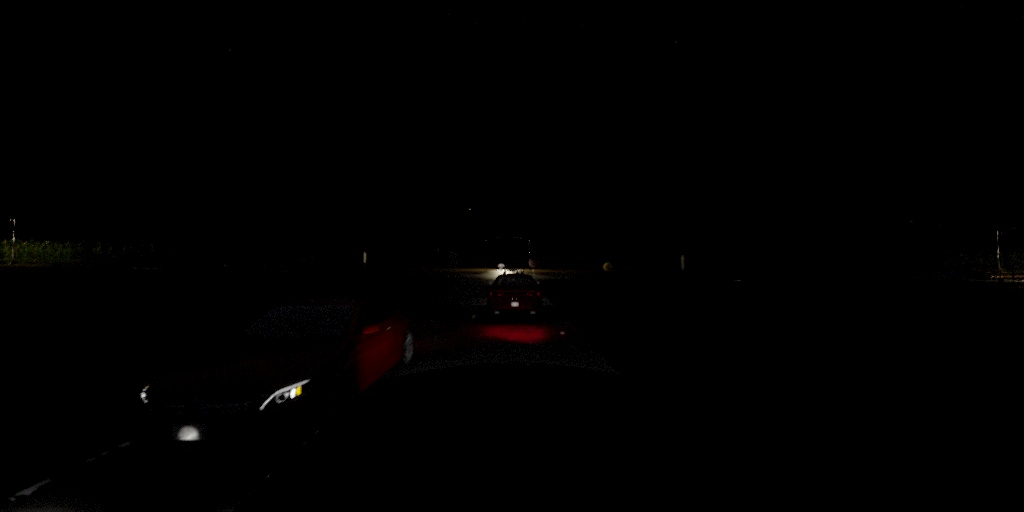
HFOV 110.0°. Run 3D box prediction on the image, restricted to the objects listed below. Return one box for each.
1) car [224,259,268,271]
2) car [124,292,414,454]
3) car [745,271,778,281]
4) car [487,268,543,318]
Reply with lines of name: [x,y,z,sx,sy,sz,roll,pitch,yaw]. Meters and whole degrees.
car: [-34.219,1.130,46.274,4.902,1.511,2.128,1,-2,1]
car: [-2.847,1.329,5.491,1.812,1.442,4.674,0,-1,0]
car: [34.189,2.759,49.493,4.181,1.385,1.994,1,-2,1]
car: [0.096,1.403,13.875,1.882,1.535,5.008,0,-1,0]
